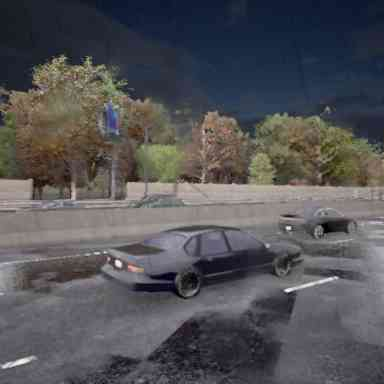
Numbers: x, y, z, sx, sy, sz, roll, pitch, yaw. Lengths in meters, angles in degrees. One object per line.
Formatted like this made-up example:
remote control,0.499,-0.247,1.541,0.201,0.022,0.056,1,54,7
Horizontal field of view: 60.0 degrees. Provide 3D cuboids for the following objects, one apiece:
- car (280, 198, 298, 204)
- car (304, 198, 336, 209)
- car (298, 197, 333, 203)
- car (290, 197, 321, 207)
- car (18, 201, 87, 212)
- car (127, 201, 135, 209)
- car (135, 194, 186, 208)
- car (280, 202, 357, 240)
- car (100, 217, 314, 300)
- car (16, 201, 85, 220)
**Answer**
car,11.947,1.488,38.276,4.902,1.511,2.128,0,0,-35
car,18.107,1.534,46.934,4.674,1.442,1.812,0,0,-35
car,13.621,1.560,35.175,4.181,1.385,1.994,0,0,-35
car,17.327,1.488,50.671,5.008,1.535,1.882,0,0,-35
car,-10.803,1.488,26.377,4.902,1.511,2.128,0,0,-36
car,-4.050,1.213,35.483,5.566,2.045,2.150,0,0,-35
car,-2.766,1.344,32.104,4.553,1.767,2.097,0,0,-35
car,6.485,1.483,16.963,4.902,1.511,2.128,0,0,-35
car,0.514,1.544,8.408,5.357,1.411,2.033,0,0,-35
car,-12.471,1.544,29.485,5.357,1.411,2.033,0,0,-35
